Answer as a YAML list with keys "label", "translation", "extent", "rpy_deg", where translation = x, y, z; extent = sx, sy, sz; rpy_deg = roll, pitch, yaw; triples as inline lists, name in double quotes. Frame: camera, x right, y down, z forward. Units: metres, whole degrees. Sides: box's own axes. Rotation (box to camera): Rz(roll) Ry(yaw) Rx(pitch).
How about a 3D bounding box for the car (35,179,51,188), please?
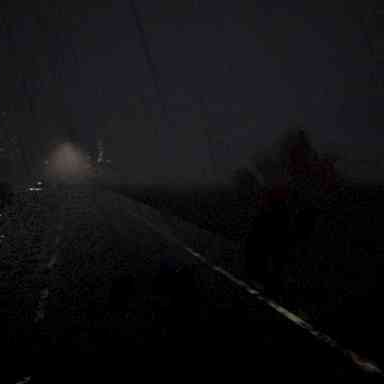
- label: "car"
  translation: [-29.614, -1.582, 65.538]
  extent: [1.994, 1.385, 4.181]
  rpy_deg: [-4, 4, -19]

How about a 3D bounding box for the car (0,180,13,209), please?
- label: "car"
  translation: [-15.309, 0.166, 25.543]
  extent: [2.150, 2.045, 5.566]
  rpy_deg: [-4, 4, -19]
